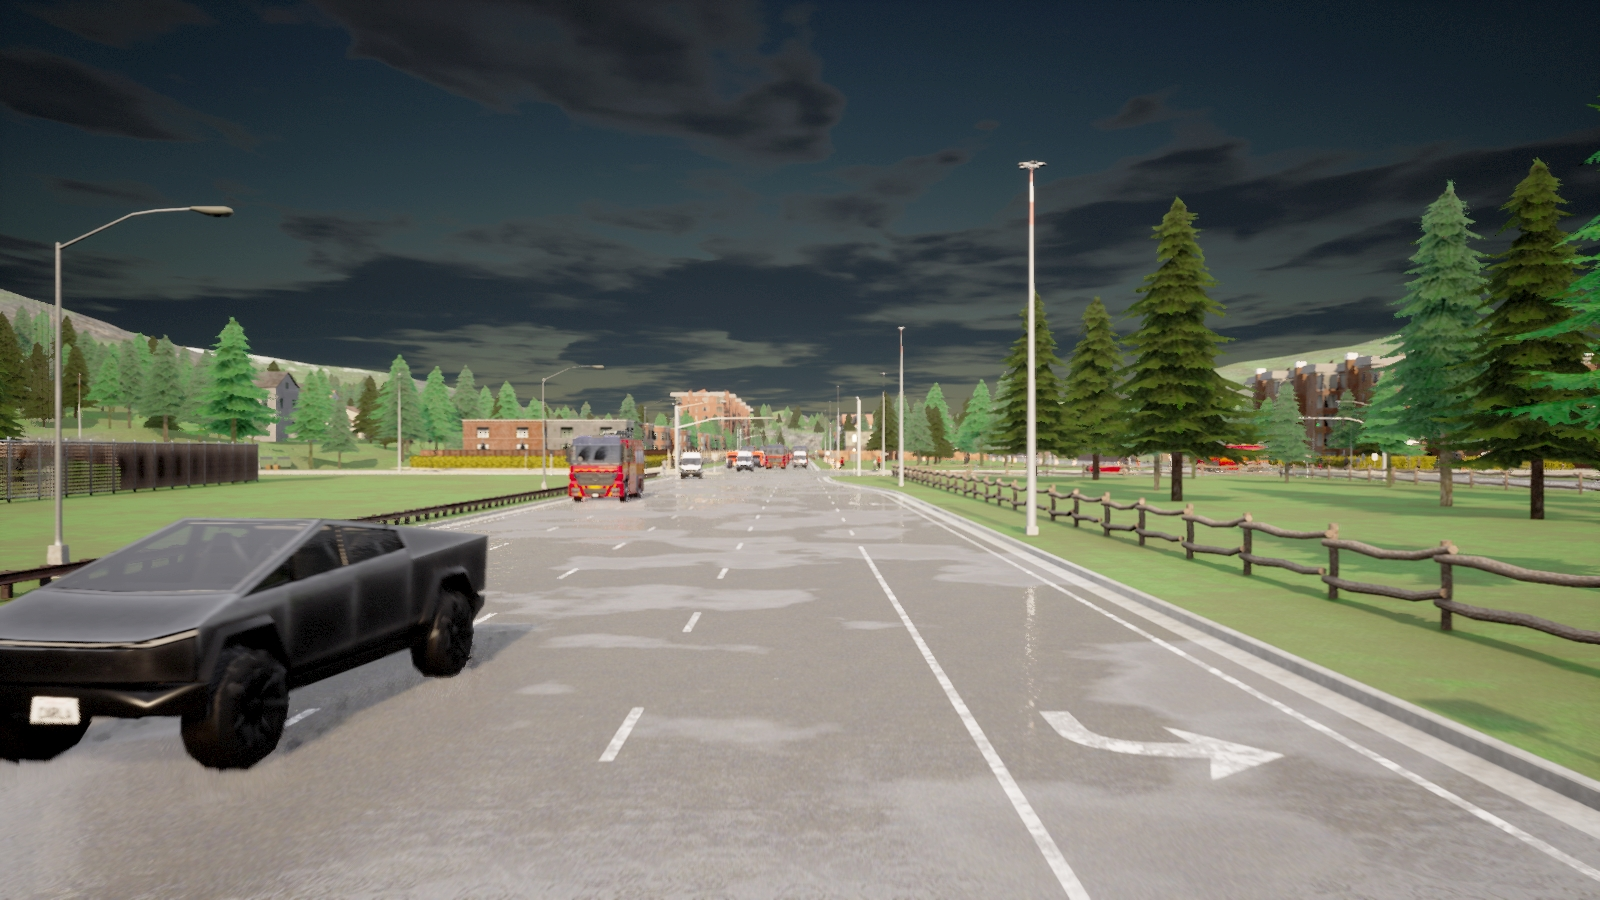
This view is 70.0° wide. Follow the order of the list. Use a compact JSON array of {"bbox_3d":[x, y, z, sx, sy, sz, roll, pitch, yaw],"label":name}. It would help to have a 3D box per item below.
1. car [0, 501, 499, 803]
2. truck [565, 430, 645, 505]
[{"bbox_3d":[-5.624,1.751,12.335,2.390,2.098,6.274,0,0,8],"label":"car"},{"bbox_3d":[-10.499,0.882,62.344,2.891,3.827,8.468,0,0,0],"label":"truck"}]
